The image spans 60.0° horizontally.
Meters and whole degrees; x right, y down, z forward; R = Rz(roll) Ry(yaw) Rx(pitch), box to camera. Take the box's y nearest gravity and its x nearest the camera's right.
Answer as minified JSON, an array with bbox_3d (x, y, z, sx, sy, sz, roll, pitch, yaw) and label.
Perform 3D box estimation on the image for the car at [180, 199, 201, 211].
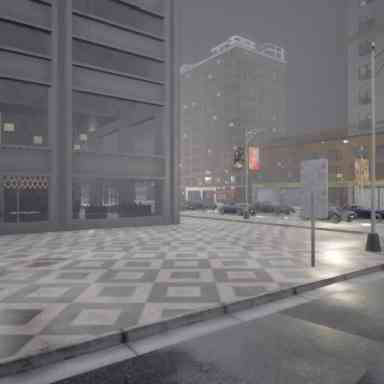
[{"bbox_3d":[-1.242,1.687,41.920,1.994,1.385,4.181,0,0,-35],"label":"car"}]

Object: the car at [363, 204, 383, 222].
[{"bbox_3d":[13.711,1.648,26.735,1.895,1.301,4.718,0,0,-36],"label":"car"}]

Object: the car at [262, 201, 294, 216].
[{"bbox_3d":[8.063,1.633,34.555,2.033,1.411,5.357,0,0,-36],"label":"car"}]

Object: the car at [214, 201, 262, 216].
[{"bbox_3d":[4.628,1.655,33.774,1.994,1.385,4.181,0,0,-36],"label":"car"}]

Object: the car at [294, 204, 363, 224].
[{"bbox_3d":[10.440,1.616,25.716,1.994,1.385,4.181,0,0,-36],"label":"car"}]

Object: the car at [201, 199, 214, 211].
[{"bbox_3d":[1.182,1.671,44.102,2.033,1.411,5.357,0,0,-36],"label":"car"}]
